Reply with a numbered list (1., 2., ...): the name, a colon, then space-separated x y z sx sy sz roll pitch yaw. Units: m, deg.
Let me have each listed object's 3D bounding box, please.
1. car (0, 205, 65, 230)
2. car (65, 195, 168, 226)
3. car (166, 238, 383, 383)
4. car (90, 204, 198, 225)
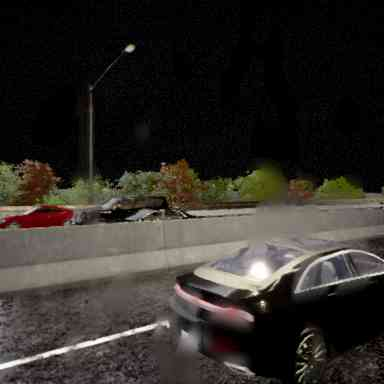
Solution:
1. car: -8.724 1.520 19.246 4.674 1.442 1.812 0 0 -35
2. car: -3.745 1.217 18.482 5.566 2.045 2.150 0 0 -35
3. car: 1.952 1.492 5.252 4.902 1.511 2.128 0 0 -35
4. car: -1.897 1.502 15.499 4.892 1.490 1.837 0 0 -35
